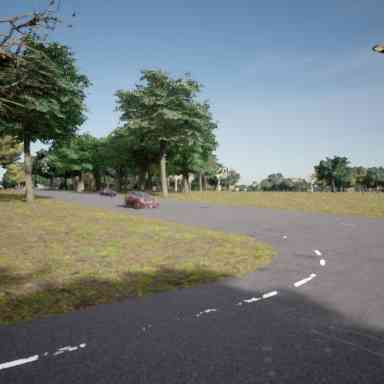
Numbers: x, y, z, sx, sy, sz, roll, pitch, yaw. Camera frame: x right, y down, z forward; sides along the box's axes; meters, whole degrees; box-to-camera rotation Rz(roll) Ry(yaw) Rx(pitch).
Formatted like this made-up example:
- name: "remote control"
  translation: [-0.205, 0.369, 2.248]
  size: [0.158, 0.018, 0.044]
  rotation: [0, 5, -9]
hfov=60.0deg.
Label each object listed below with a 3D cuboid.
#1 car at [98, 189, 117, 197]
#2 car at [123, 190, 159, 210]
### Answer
- name: "car"
  translation: [-15.311, 0.165, 59.983]
  size: [1.895, 1.301, 4.718]
  rotation: [-1, 2, -35]
- name: "car"
  translation: [-5.191, 0.745, 33.618]
  size: [2.097, 1.767, 4.553]
  rotation: [-1, 2, -35]
